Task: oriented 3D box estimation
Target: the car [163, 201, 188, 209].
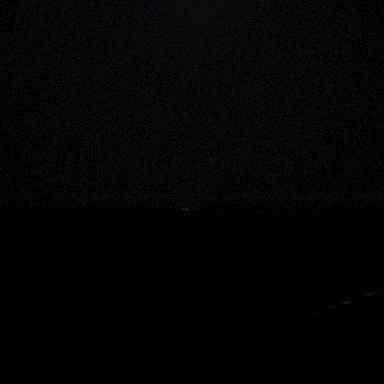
[{"bbox_3d":[-3.052,2.336,60.940,2.033,1.411,5.357,2,-2,-43],"label":"car"}]
